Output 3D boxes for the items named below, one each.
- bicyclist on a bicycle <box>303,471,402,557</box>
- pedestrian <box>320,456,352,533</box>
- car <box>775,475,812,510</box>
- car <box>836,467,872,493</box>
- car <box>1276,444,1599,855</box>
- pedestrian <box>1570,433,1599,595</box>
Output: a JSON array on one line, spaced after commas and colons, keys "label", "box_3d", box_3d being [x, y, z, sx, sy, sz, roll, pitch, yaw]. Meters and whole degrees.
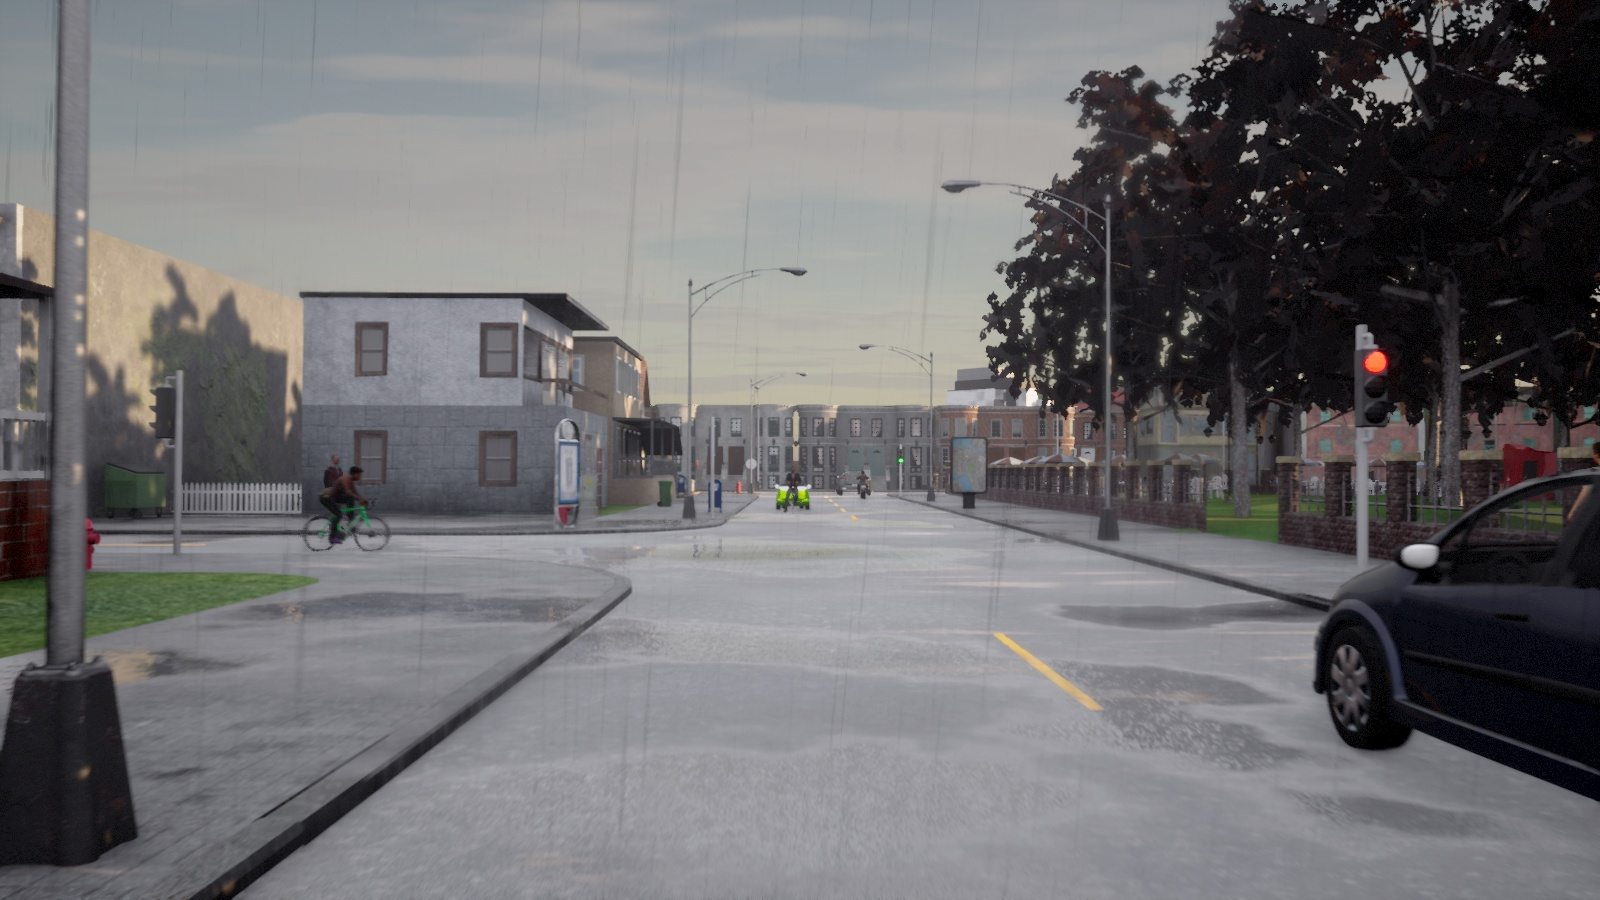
[{"label": "bicyclist on a bicycle", "box_3d": [-8.475, 1.202, 23.802, 1.656, 1.620, 0.582, 0, -1, 0]}, {"label": "pedestrian", "box_3d": [-11.306, 1.084, 30.597, 0.720, 1.854, 0.376, -1, -1, 32]}, {"label": "car", "box_3d": [-0.264, 1.742, 51.782, 1.481, 1.376, 2.207, 0, -1, 0]}, {"label": "car", "box_3d": [3.570, 1.988, 83.756, 2.152, 1.651, 5.027, 0, -1, 0]}, {"label": "car", "box_3d": [4.026, 0.798, 5.993, 1.851, 1.617, 3.988, 0, -1, -2]}, {"label": "pedestrian", "box_3d": [9.281, 0.732, 14.530, 0.345, 1.836, 0.594, 0, -1, 0]}]
